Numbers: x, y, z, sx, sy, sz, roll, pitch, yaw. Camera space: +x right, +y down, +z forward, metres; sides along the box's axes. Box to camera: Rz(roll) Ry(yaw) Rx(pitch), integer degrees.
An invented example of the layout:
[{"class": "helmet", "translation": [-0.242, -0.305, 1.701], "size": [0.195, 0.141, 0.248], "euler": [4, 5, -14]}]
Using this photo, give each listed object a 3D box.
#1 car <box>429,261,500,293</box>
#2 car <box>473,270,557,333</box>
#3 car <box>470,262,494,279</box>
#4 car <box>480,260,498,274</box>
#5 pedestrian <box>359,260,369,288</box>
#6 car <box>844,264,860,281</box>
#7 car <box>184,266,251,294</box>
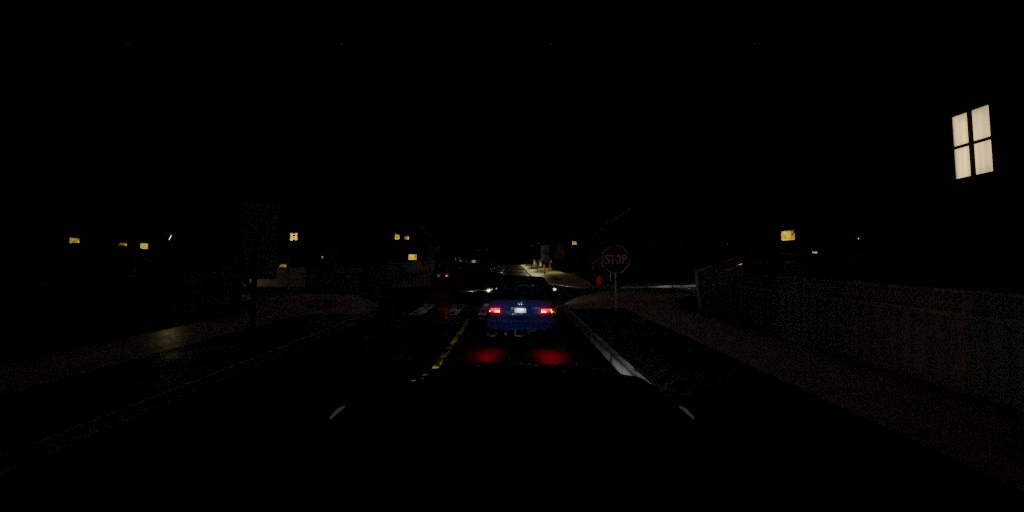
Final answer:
[{"class": "car", "translation": [-2.504, 1.215, 21.396], "size": [4.553, 1.767, 2.097], "euler": [2, -3, -40]}, {"class": "car", "translation": [0.378, 1.310, 10.781], "size": [2.033, 1.411, 5.357], "euler": [0, 0, 4]}, {"class": "car", "translation": [-2.801, 1.333, 34.147], "size": [1.837, 1.490, 4.892], "euler": [0, 0, 0]}, {"class": "car", "translation": [-2.779, 1.345, 43.704], "size": [1.882, 1.535, 5.008], "euler": [0, 0, 0]}, {"class": "pedestrian", "translation": [-9.784, 1.148, 23.647], "size": [0.375, 1.860, 0.375], "euler": [0, -3, -1]}, {"class": "car", "translation": [24.787, 1.283, 26.627], "size": [4.892, 1.490, 1.837], "euler": [0, -3, -19]}, {"class": "car", "translation": [-15.794, 1.215, 18.010], "size": [4.892, 1.490, 1.837], "euler": [0, -3, 3]}]
